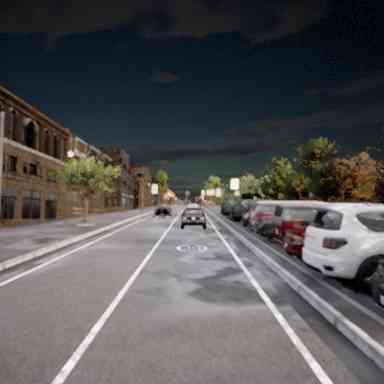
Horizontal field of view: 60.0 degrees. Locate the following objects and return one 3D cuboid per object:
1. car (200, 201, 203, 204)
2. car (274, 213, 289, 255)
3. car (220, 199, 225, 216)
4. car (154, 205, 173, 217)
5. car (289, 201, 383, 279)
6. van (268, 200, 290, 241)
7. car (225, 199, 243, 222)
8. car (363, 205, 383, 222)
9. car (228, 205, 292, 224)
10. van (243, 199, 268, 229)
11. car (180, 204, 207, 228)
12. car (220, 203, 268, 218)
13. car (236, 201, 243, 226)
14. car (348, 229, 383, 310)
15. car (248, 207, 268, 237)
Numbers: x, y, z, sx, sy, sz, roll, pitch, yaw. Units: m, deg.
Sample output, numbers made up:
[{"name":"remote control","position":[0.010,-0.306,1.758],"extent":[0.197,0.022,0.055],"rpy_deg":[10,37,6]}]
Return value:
[{"name":"car","position":[0.105,2.172,41.377],"extent":[1.812,1.442,4.674],"rpy_deg":[0,-1,0]},{"name":"car","position":[5.603,1.616,11.107],"extent":[5.008,1.535,2.097],"rpy_deg":[0,-1,0]},{"name":"car","position":[5.630,1.701,33.534],"extent":[5.566,2.045,2.435],"rpy_deg":[0,-1,0]},{"name":"car","position":[-3.339,2.199,39.383],"extent":[1.895,1.301,4.718],"rpy_deg":[0,-1,0]},{"name":"car","position":[5.640,1.327,8.307],"extent":[5.566,2.045,2.435],"rpy_deg":[0,-1,0]},{"name":"van","position":[5.721,1.429,13.914],"extent":[4.442,1.987,1.878],"rpy_deg":[0,-1,0]},{"name":"car","position":[5.627,1.561,25.125],"extent":[5.566,2.045,2.435],"rpy_deg":[0,-1,0]},{"name":"car","position":[18.682,1.943,30.728],"extent":[4.674,1.452,2.002],"rpy_deg":[0,-1,0]},{"name":"car","position":[5.605,1.855,27.926],"extent":[4.892,1.521,2.231],"rpy_deg":[0,-1,0]},{"name":"van","position":[5.484,1.506,19.520],"extent":[4.442,1.987,1.878],"rpy_deg":[0,-1,0]},{"name":"car","position":[0.104,1.888,24.881],"extent":[2.033,1.411,5.357],"rpy_deg":[0,-1,0]},{"name":"car","position":[5.597,2.007,36.330],"extent":[4.892,1.521,2.231],"rpy_deg":[0,-1,0]},{"name":"car","position":[5.567,1.645,22.322],"extent":[4.553,1.767,2.185],"rpy_deg":[0,-1,0]},{"name":"car","position":[5.610,1.541,5.497],"extent":[4.892,1.521,2.231],"rpy_deg":[0,-1,0]},{"name":"car","position":[5.596,1.695,16.713],"extent":[4.892,1.521,2.231],"rpy_deg":[0,-1,0]}]
